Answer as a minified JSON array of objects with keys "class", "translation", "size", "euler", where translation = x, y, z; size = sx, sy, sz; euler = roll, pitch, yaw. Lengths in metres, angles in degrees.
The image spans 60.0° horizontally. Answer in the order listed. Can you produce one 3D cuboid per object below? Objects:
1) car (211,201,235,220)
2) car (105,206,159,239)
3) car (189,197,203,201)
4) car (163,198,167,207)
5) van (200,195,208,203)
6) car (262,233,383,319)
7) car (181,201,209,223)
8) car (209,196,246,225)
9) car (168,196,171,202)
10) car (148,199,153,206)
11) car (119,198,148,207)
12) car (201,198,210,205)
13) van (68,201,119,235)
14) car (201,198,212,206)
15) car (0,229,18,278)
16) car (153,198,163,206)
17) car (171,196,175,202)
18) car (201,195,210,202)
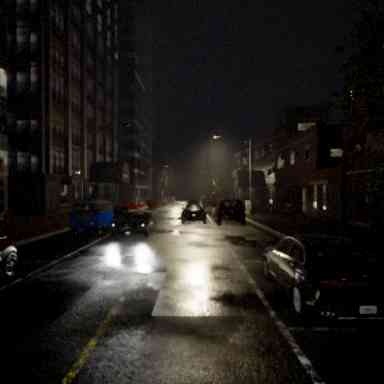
[{"class":"car","translation":[2.731,1.646,30.330],"size":[1.752,1.417,4.829],"euler":[-1,0,0]},{"class":"car","translation":[-3.057,1.674,18.143],"size":[1.895,1.301,4.718],"euler":[0,0,0]},{"class":"car","translation":[0.185,1.706,45.477],"size":[1.812,1.442,4.674],"euler":[0,0,0]},{"class":"car","translation":[-5.604,1.753,57.688],"size":[1.752,1.417,4.829],"euler":[-1,0,0]},{"class":"van","translation":[2.812,1.656,79.971],"size":[1.690,1.788,3.998],"euler":[-1,0,0]},{"class":"car","translation":[2.703,1.580,7.287],"size":[2.008,1.369,4.403],"euler":[-1,0,0]},{"class":"car","translation":[0.141,1.669,26.351],"size":[1.994,1.385,4.181],"euler":[0,0,0]},{"class":"car","translation":[2.717,1.413,24.627],"size":[2.192,1.841,5.009],"euler":[-1,0,0]},{"class":"car","translation":[-5.594,1.775,63.223],"size":[1.752,1.417,4.829],"euler":[-1,0,0]},{"class":"car","translation":[-5.641,1.667,35.550],"size":[1.752,1.417,4.829],"euler":[-1,0,0]},{"class":"car","translation":[-5.653,1.435,30.185],"size":[2.192,1.841,5.009],"euler":[-1,0,0]},{"class":"car","translation":[2.797,1.853,68.901],"size":[1.802,1.307,4.206],"euler":[-1,0,0]},{"class":"van","translation":[-5.672,1.418,19.116],"size":[1.690,1.788,3.998],"euler":[-1,0,0]},{"class":"car","translation":[2.787,1.816,63.367],"size":[1.947,1.339,4.313],"euler":[-1,0,0]},{"class":"car","translation":[-5.702,1.471,7.318],"size":[1.967,1.590,4.097],"euler":[-1,0,0]},{"class":"car","translation":[-5.622,1.730,46.789],"size":[1.887,1.381,4.507],"euler":[-1,0,0]},{"class":"car","translation":[-5.548,1.799,91.068],"size":[1.967,1.590,4.097],"euler":[-1,0,0]},{"class":"car","translation":[2.764,1.521,52.299],"size":[2.192,1.841,5.009],"euler":[-1,0,0]}]
